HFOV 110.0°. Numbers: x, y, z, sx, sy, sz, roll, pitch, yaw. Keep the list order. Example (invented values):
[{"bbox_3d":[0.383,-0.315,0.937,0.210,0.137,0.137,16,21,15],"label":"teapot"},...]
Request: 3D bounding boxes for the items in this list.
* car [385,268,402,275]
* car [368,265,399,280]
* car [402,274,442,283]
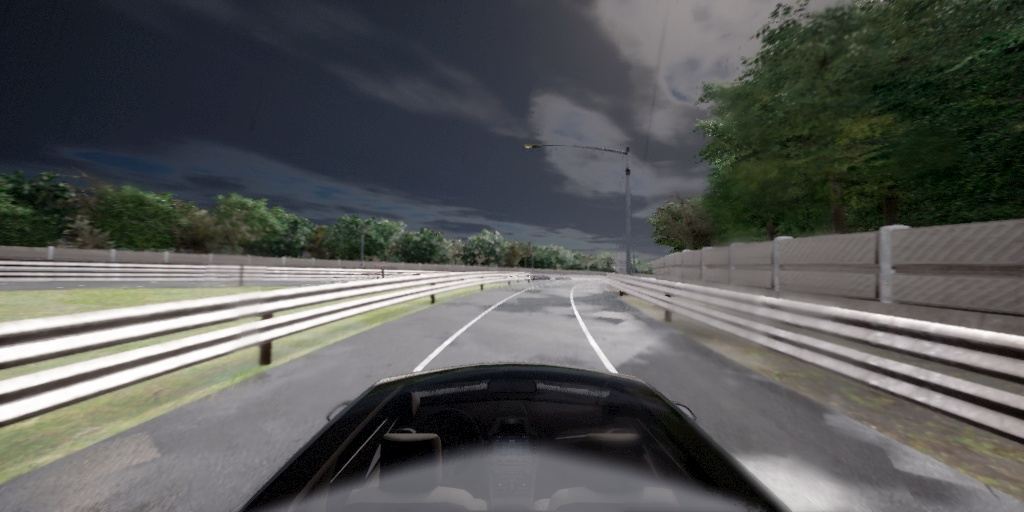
[{"bbox_3d":[-12.857,2.507,43.982,1.994,1.385,4.181,-2,-4,36],"label":"car"},{"bbox_3d":[-15.662,2.231,46.087,2.150,2.045,5.566,-2,-4,36],"label":"car"},{"bbox_3d":[-10.038,2.391,41.911,1.812,1.442,4.674,-2,-4,36],"label":"car"}]
